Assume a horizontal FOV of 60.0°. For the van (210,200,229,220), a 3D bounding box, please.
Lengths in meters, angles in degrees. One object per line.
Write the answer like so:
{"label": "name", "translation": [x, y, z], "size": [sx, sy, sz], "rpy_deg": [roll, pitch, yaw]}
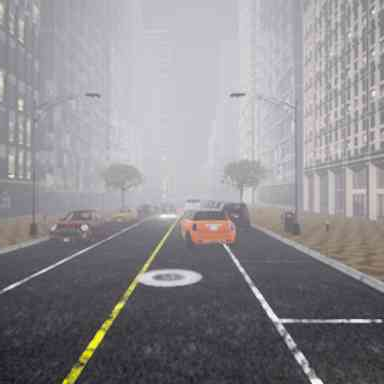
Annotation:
{"label": "van", "translation": [2.763, 1.784, 34.045], "size": [1.690, 1.788, 3.998], "rpy_deg": [-1, -1, 0]}

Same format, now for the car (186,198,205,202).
{"label": "car", "translation": [0.199, 1.760, 41.399], "size": [2.150, 2.045, 5.566], "rpy_deg": [0, -1, 0]}

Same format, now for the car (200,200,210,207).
{"label": "car", "translation": [2.865, 2.503, 73.825], "size": [2.008, 1.369, 4.403], "rpy_deg": [-1, -1, 0]}

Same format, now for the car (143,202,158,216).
{"label": "car", "translation": [-5.601, 2.082, 39.747], "size": [1.947, 1.339, 4.313], "rpy_deg": [-1, -1, 0]}

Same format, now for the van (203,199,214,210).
{"label": "van", "translation": [2.820, 2.076, 56.778], "size": [1.690, 1.788, 3.998], "rpy_deg": [-1, -1, 0]}

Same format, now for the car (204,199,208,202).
{"label": "car", "translation": [2.779, 1.956, 39.727], "size": [1.967, 1.590, 4.097], "rpy_deg": [-1, -1, 0]}

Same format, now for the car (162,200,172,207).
{"label": "car", "translation": [-5.516, 2.534, 73.845], "size": [1.802, 1.307, 4.206], "rpy_deg": [-1, -1, 0]}

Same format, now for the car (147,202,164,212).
{"label": "car", "translation": [-5.573, 2.213, 51.113], "size": [2.008, 1.369, 4.403], "rpy_deg": [-1, -1, 0]}

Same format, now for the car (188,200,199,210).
{"label": "car", "translation": [0.239, 2.226, 57.868], "size": [1.882, 1.535, 5.008], "rpy_deg": [0, -1, 0]}

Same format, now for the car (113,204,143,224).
{"label": "car", "translation": [-5.630, 1.893, 28.211], "size": [1.752, 1.417, 4.829], "rpy_deg": [-1, -1, 0]}

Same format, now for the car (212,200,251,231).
{"label": "car", "translation": [2.734, 1.611, 22.679], "size": [2.192, 1.841, 5.009], "rpy_deg": [-1, -1, 0]}

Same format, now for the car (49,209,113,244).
{"label": "car", "translation": [-5.659, 1.662, 17.015], "size": [1.967, 1.590, 4.097], "rpy_deg": [-1, -1, 0]}

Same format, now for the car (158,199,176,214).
{"label": "car", "translation": [-2.978, 2.061, 43.904], "size": [2.128, 1.511, 4.902], "rpy_deg": [0, -1, 0]}

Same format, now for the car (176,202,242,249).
{"label": "car", "translation": [0.628, 1.561, 15.971], "size": [2.097, 1.767, 4.553], "rpy_deg": [0, -1, -8]}

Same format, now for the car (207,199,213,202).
{"label": "car", "translation": [2.749, 1.685, 28.363], "size": [2.192, 1.841, 5.009], "rpy_deg": [-1, -1, 0]}

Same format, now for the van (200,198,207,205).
{"label": "van", "translation": [2.891, 2.438, 85.195], "size": [1.690, 1.788, 3.998], "rpy_deg": [-1, -1, 0]}

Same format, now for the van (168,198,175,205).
{"label": "van", "translation": [-5.475, 2.509, 90.899], "size": [1.690, 1.788, 3.998], "rpy_deg": [-1, -1, 0]}
